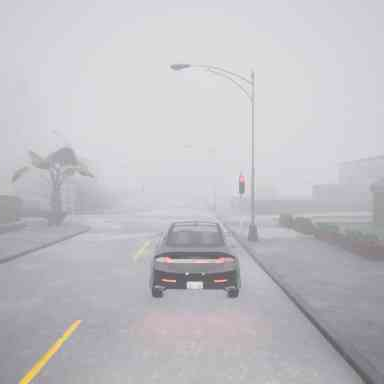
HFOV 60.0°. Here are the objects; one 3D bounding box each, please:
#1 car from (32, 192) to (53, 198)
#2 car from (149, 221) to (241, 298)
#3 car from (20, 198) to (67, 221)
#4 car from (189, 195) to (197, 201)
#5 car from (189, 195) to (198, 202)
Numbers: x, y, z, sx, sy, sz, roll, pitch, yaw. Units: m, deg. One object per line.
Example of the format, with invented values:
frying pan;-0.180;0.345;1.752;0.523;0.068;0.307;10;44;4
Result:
car;-19.580;0.986;42.969;1.905;1.878;3.866;0;0;35
car;0.086;1.492;8.505;2.128;1.511;4.902;0;0;1
car;-12.590;1.491;26.728;4.902;1.511;2.128;0;0;0
car;0.355;1.541;84.675;1.994;1.385;4.181;0;0;0
car;0.312;1.465;74.440;1.882;1.535;5.008;0;0;0
